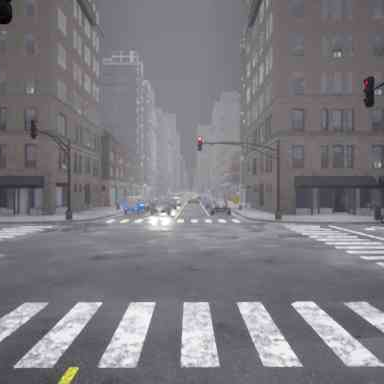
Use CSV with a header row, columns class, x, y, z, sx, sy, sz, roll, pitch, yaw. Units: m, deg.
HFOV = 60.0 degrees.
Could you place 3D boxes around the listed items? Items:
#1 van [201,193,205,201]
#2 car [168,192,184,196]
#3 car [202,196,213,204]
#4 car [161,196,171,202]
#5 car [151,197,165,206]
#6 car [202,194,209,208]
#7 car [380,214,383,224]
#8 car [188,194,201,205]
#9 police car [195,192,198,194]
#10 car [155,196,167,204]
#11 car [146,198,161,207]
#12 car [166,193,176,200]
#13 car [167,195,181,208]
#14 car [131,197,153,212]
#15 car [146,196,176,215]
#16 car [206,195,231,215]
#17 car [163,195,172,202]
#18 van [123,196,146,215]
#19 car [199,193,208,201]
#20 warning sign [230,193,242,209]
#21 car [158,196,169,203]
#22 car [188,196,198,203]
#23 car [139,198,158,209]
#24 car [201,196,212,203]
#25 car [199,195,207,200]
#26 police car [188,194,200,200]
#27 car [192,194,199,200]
class,x,y,z,sx,sy,sz,roll,pitch,yaw
van,2.807,1.319,55.967,1.690,1.788,3.998,0,0,0
car,-2.950,1.201,54.428,2.150,2.045,5.566,0,0,0
car,2.822,1.500,61.806,1.752,1.417,4.829,0,0,0
car,-5.675,1.511,72.987,1.887,1.381,4.507,0,0,0
car,-5.719,1.544,55.983,1.947,1.339,4.313,0,0,0
car,2.778,1.424,44.628,1.967,1.590,4.097,0,0,0
car,14.337,1.511,20.648,4.892,1.490,1.837,0,0,0
car,0.251,1.502,59.431,1.812,1.442,4.674,0,0,1
police car,0.996,1.387,79.385,1.930,1.638,5.238,0,0,-1
car,-5.704,1.500,61.481,1.752,1.417,4.829,0,0,0
car,-5.733,1.563,50.315,1.802,1.307,4.206,0,0,0
car,-5.631,1.267,89.993,2.192,1.841,5.009,0,0,0
car,-2.990,1.475,43.698,2.128,1.511,4.902,0,0,0
car,-5.762,1.426,38.978,1.967,1.590,4.097,0,0,0
car,-3.021,1.479,33.453,2.128,1.511,4.902,0,0,0
car,2.749,1.427,33.290,1.967,1.590,4.097,0,0,0
car,-5.661,1.487,78.486,1.752,1.417,4.829,0,0,0
van,-5.777,1.328,33.310,1.690,1.788,3.998,0,0,0
car,2.879,1.272,84.313,2.192,1.841,5.009,0,0,0
warning sign,5.166,1.101,39.278,1.300,1.860,1.060,0,0,0
car,-5.689,1.537,67.319,1.947,1.339,4.313,0,0,0
car,0.232,1.570,69.676,1.895,1.301,4.718,0,0,1
car,-5.747,1.549,44.647,1.947,1.339,4.313,0,0,0
car,2.836,1.522,67.306,2.008,1.369,4.403,0,0,0
car,2.894,1.518,89.983,1.947,1.339,4.313,0,0,0
police car,0.514,1.373,95.308,1.930,1.638,5.238,0,0,-16
car,1.012,1.409,89.480,1.801,1.575,5.366,0,0,0
